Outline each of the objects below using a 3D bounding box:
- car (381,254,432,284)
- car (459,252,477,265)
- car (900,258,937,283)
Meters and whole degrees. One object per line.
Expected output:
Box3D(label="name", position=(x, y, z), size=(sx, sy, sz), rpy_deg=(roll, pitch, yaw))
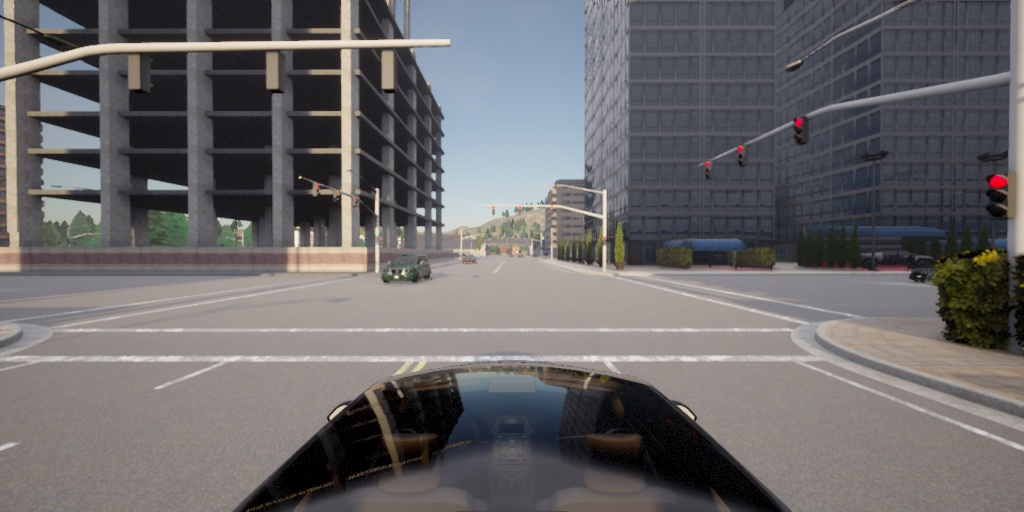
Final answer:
Box3D(label="car", position=(-7.006, 0.875, 24.477), size=(2.150, 2.045, 5.566), rpy_deg=(0, 1, 0))
Box3D(label="car", position=(-7.019, 0.498, 59.060), size=(2.097, 1.767, 4.553), rpy_deg=(0, 0, 0))
Box3D(label="car", position=(28.239, 1.045, 22.741), size=(4.892, 1.490, 1.837), rpy_deg=(0, 1, 0))
